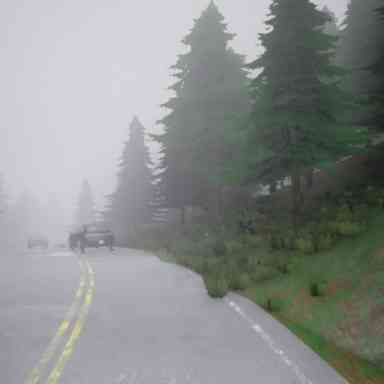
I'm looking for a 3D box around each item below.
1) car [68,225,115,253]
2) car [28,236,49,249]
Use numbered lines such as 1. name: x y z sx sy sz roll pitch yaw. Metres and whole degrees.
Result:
1. car: -6.041 2.700 19.687 2.128 1.511 4.902 2 -7 -31
2. car: -16.529 5.422 35.619 1.895 1.301 4.718 1 -9 -27
